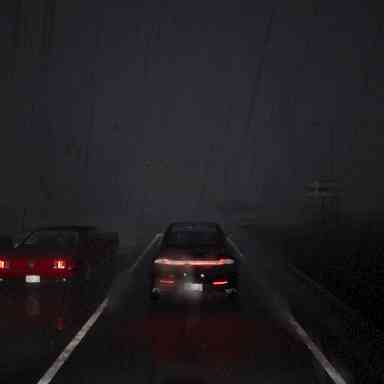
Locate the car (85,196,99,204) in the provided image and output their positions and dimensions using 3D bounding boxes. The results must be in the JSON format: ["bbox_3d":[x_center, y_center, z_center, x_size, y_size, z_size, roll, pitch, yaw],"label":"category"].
[{"bbox_3d":[-18.493,1.477,62.128,1.882,1.535,5.008,0,0,0],"label":"car"}]

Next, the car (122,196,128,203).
[{"bbox_3d":[-14.992,1.552,71.552,1.994,1.385,4.181,0,0,0],"label":"car"}]

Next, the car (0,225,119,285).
[{"bbox_3d":[-3.434,1.601,9.452,1.895,1.301,4.718,0,0,0],"label":"car"}]

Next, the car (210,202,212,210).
[{"bbox_3d":[4.476,1.477,35.806,5.008,1.535,1.882,0,0,-1],"label":"car"}]

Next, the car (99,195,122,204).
[{"bbox_3d":[-14.995,1.352,61.514,2.097,1.767,4.553,0,0,0],"label":"car"}]

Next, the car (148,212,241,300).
[{"bbox_3d":[0.058,1.492,8.366,2.128,1.511,4.902,0,0,0],"label":"car"}]

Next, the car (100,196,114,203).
[{"bbox_3d":[-18.492,1.524,72.229,1.812,1.442,4.674,0,0,0],"label":"car"}]

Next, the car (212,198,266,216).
[{"bbox_3d":[4.720,1.491,32.308,4.902,1.511,2.128,0,0,-1],"label":"car"}]

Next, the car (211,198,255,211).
[{"bbox_3d":[4.776,1.477,39.309,5.008,1.535,1.882,0,0,-1],"label":"car"}]
